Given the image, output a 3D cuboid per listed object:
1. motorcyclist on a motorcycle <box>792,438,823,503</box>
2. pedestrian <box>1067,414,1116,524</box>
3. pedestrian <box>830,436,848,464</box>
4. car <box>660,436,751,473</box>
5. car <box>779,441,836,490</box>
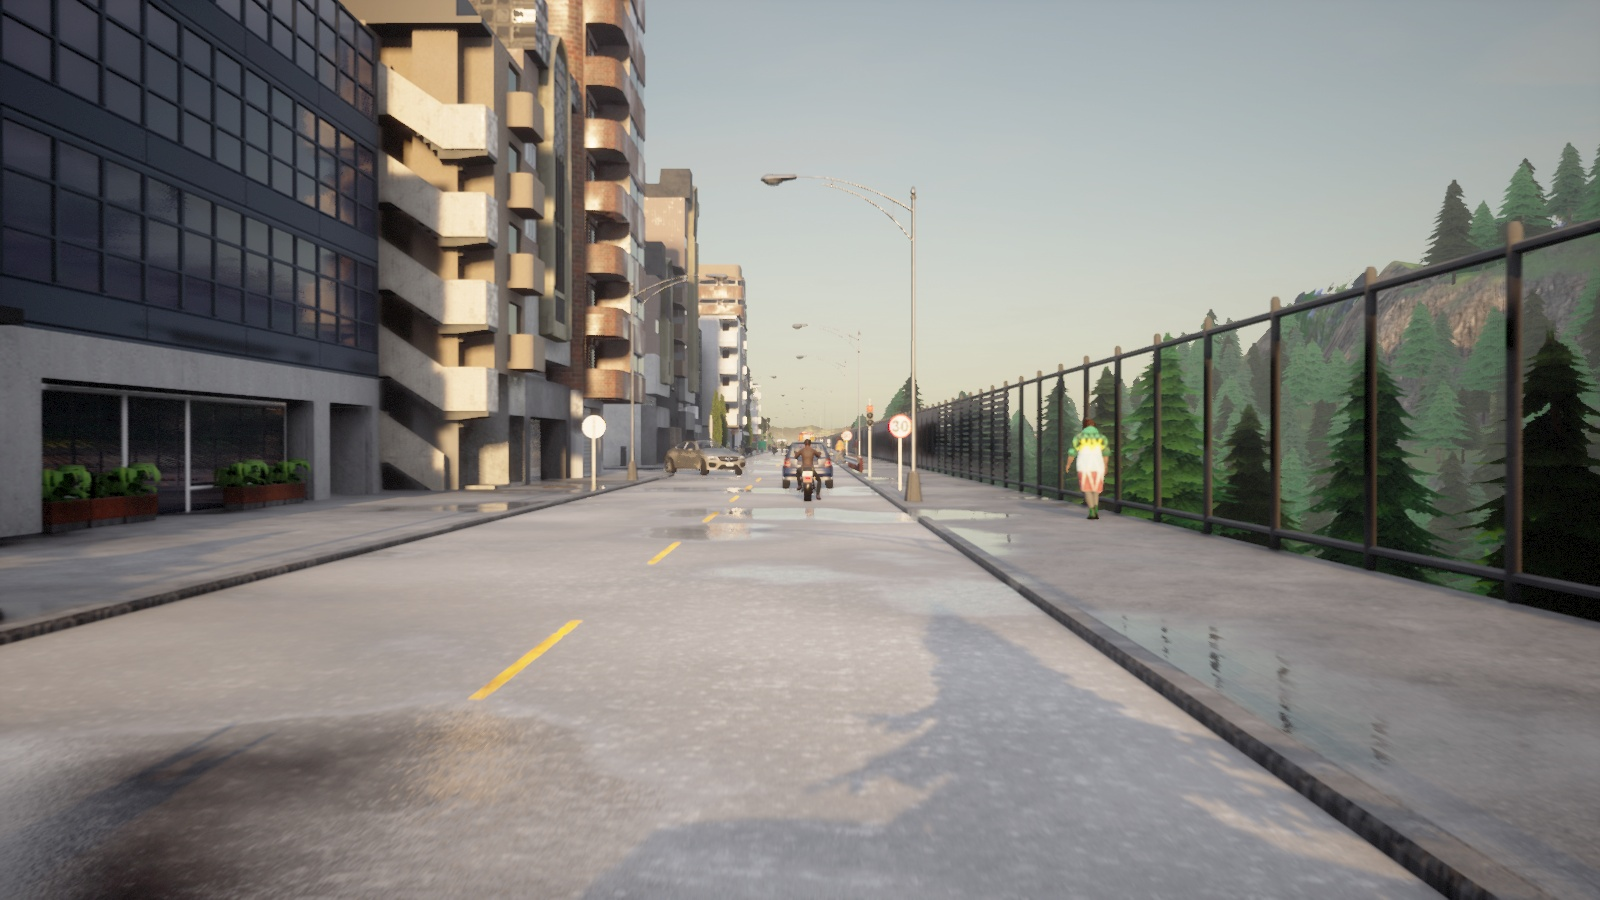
[{"bbox_3d":[0.202,0.513,32.675,0.766,1.649,2.350,0,0,0],"label":"motorcyclist on a motorcycle"},{"bbox_3d":[5.261,0.333,22.683,0.659,1.952,0.873,0,0,-1],"label":"pedestrian"},{"bbox_3d":[2.540,0.000,81.374,0.900,1.855,0.874,0,0,-20],"label":"pedestrian"},{"bbox_3d":[-4.500,0.189,58.900,2.152,1.651,5.027,0,0,-32],"label":"car"},{"bbox_3d":[0.253,0.490,41.696,1.789,1.549,3.705,0,0,0],"label":"car"}]
